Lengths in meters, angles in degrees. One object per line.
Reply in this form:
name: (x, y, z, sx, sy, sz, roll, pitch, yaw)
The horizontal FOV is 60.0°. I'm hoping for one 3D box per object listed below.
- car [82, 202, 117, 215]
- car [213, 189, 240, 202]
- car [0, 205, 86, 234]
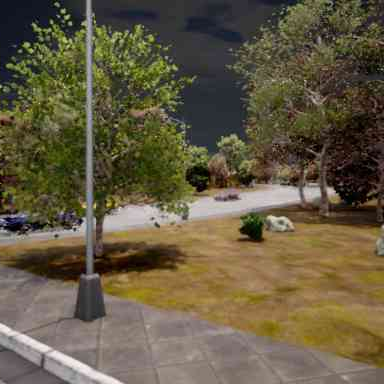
car: (-9.261, 1.472, 30.702, 1.882, 1.535, 5.008, 0, 1, 39)
car: (5.069, 0.463, 48.645, 2.097, 1.767, 4.553, 0, 3, 39)
car: (-8.868, 1.678, 19.797, 1.895, 1.301, 4.718, 0, 0, 39)
